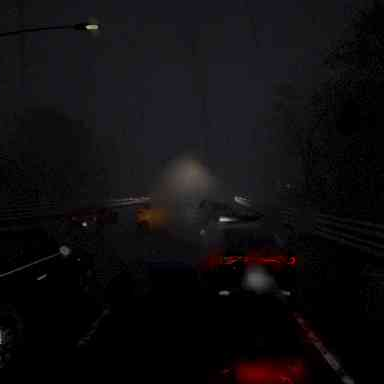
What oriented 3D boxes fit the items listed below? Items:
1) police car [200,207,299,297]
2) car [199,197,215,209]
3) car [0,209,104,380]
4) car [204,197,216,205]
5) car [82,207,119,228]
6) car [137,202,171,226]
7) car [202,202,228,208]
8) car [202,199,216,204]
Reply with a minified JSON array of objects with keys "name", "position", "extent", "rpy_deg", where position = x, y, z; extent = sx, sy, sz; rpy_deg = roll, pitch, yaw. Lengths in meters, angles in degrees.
[{"name":"police car","position":[1.267,1.426,8.773],"extent":[1.930,1.638,5.238],"rpy_deg":[0,0,2]},{"name":"car","position":[2.079,1.588,45.249],"extent":[1.994,1.385,4.181],"rpy_deg":[0,0,5]},{"name":"car","position":[-3.241,1.351,5.579],"extent":[2.097,1.767,4.553],"rpy_deg":[0,0,2]},{"name":"car","position":[3.373,1.593,60.820],"extent":[2.033,1.411,5.357],"rpy_deg":[0,0,6]},{"name":"car","position":[-6.204,1.605,21.780],"extent":[1.895,1.301,4.718],"rpy_deg":[0,0,2]},{"name":"car","position":[-2.603,1.483,23.811],"extent":[1.882,1.535,5.008],"rpy_deg":[0,0,3]},{"name":"car","position":[1.598,1.530,18.533],"extent":[1.812,1.442,4.674],"rpy_deg":[0,0,2]},{"name":"car","position":[1.858,1.512,24.451],"extent":[1.837,1.490,4.892],"rpy_deg":[0,0,3]}]
